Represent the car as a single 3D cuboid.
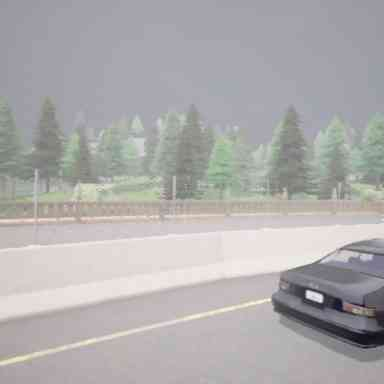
[{"bbox_3d":[3.939,1.601,6.164,5.357,1.411,2.033,1,0,-31],"label":"car"}]
